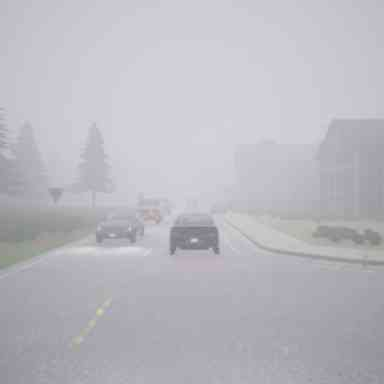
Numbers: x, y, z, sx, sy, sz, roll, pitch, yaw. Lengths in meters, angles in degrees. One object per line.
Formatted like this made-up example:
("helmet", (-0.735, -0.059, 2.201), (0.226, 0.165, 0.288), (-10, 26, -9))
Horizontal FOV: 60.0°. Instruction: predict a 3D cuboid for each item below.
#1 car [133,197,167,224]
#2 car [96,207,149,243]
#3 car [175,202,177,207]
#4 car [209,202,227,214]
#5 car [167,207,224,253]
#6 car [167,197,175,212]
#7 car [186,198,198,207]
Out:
("car", (-3.599, 1.530, 28.083), (2.150, 2.045, 5.566), (0, -1, 0))
("car", (-3.596, 1.718, 17.386), (1.812, 1.442, 4.674), (0, -1, 0))
("car", (-3.505, 2.209, 55.601), (1.895, 1.301, 4.718), (0, -1, 0))
("car", (2.971, 1.887, 39.196), (1.816, 1.474, 4.193), (-6, 0, -2))
("car", (0.093, 1.621, 14.278), (1.882, 1.535, 5.008), (0, -1, 0))
("car", (-3.583, 1.655, 39.393), (2.150, 2.045, 5.566), (0, -1, 1))
("car", (-0.002, 2.105, 50.744), (2.033, 1.411, 5.357), (0, -1, 0))
